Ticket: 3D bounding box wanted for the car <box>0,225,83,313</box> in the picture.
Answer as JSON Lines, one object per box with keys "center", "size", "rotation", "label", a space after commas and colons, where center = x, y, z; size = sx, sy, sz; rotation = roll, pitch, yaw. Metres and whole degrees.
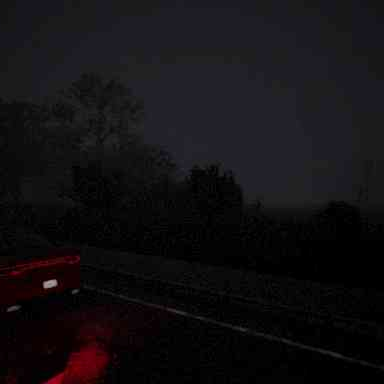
{"center": [-4.500, 1.482, 7.376], "size": [5.008, 1.535, 1.882], "rotation": [0, 0, 37], "label": "car"}
